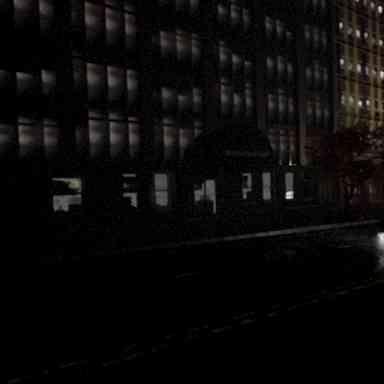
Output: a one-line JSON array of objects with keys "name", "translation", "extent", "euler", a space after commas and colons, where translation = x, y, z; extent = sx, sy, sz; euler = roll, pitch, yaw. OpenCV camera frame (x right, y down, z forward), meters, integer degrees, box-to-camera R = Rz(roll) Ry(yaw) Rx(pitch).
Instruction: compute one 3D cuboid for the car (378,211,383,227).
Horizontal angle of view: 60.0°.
[{"name": "car", "translation": [12.822, 1.223, 19.347], "extent": [4.902, 1.511, 2.128], "euler": [-1, 0, -32]}]
